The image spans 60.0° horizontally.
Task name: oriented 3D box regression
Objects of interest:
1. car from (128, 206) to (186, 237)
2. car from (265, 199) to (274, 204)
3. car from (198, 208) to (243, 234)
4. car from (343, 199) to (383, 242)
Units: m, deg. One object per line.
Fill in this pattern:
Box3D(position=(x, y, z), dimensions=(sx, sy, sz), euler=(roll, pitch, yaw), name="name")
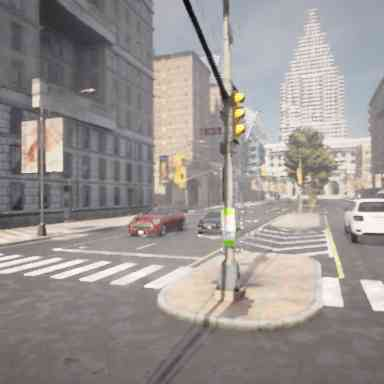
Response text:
Box3D(position=(-2.040, 1.672, 20.553), dimensions=(2.097, 1.767, 4.553), euler=(-1, -1, 21), name="car")
Box3D(position=(20.593, 2.610, 88.366), dimensions=(1.895, 1.301, 4.718), euler=(-1, -1, 21), name="car")
Box3D(position=(1.877, 1.785, 20.959), dimensions=(1.837, 1.490, 4.892), euler=(-1, -1, 22), name="car")
Box3D(position=(9.165, 1.363, 17.097), dimensions=(2.150, 2.045, 5.566), euler=(-1, -1, 21), name="car")
